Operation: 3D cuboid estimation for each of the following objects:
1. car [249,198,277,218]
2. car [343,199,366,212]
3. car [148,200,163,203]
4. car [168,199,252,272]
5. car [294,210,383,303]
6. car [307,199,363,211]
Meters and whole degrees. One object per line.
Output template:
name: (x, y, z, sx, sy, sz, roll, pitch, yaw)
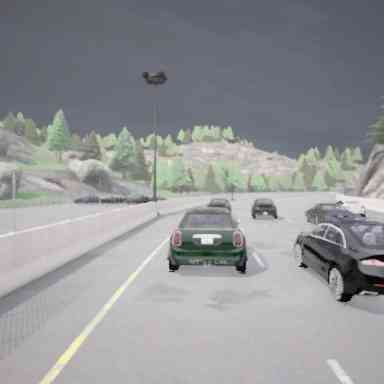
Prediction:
car: (5.782, 1.272, 26.974, 1.837, 1.490, 4.892, 0, 1, 9)
car: (12.993, 1.297, 27.824, 1.812, 1.442, 4.674, 0, 1, 9)
car: (-5.112, 1.181, 45.314, 1.895, 1.301, 4.718, 0, 1, 13)
car: (0.529, 1.255, 10.635, 2.097, 1.767, 4.553, 0, 0, 4)
car: (3.856, 1.426, 7.994, 2.128, 1.511, 4.902, 0, 1, 3)
car: (8.429, 1.375, 20.712, 2.033, 1.411, 5.357, 0, 1, 7)
